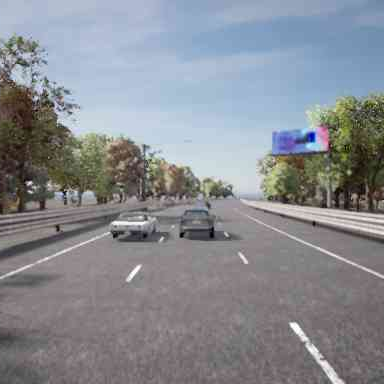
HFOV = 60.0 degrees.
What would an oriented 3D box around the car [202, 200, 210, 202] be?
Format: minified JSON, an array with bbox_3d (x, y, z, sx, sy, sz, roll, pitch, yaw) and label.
[{"bbox_3d":[0.984,1.955,36.759,2.033,1.411,5.357,0,-1,3],"label":"car"}]

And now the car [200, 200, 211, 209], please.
[{"bbox_3d":[2.504,2.200,60.867,1.837,1.490,4.892,0,0,5],"label":"car"}]

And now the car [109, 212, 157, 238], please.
[{"bbox_3d":[-3.161,1.801,18.847,1.895,1.301,4.718,0,-1,1],"label":"car"}]

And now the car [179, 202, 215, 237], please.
[{"bbox_3d":[0.299,1.643,19.536,2.033,1.649,4.856,0,0,1],"label":"car"}]
